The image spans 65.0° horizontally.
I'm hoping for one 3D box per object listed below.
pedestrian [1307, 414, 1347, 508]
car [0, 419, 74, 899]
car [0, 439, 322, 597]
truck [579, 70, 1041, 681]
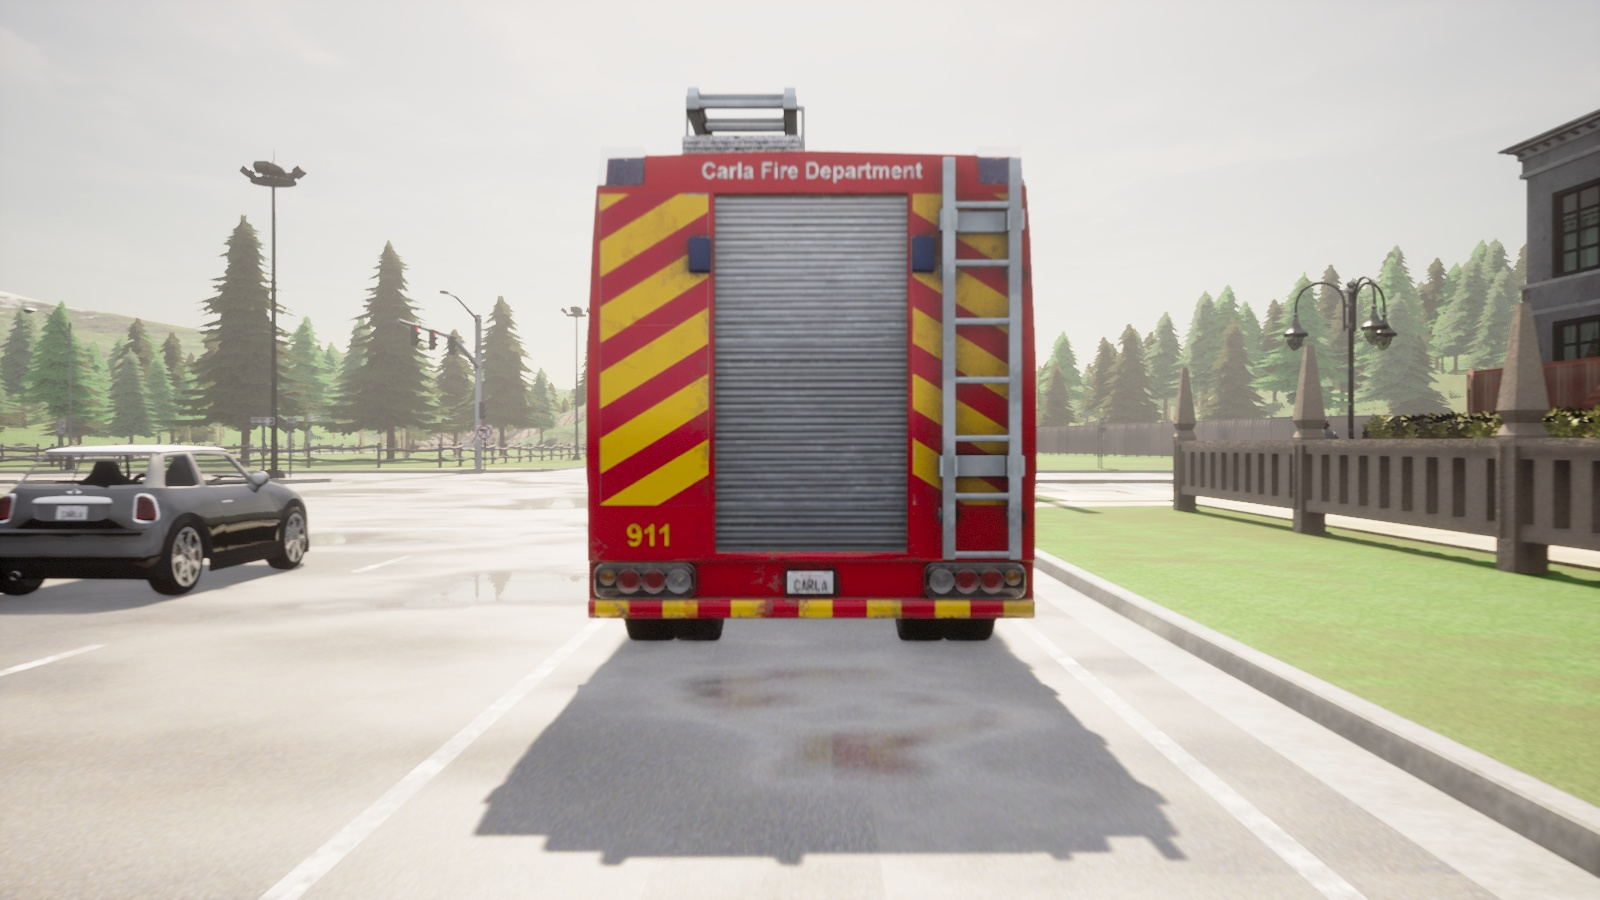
[{"bbox_3d":[10.517,0.215,25.074,0.540,1.848,0.694,0,0,3],"label":"pedestrian"},{"bbox_3d":[-3.473,0.679,1.998,2.007,1.525,4.514,0,0,0],"label":"car"},{"bbox_3d":[-6.907,0.625,13.635,1.970,1.475,3.806,0,0,0],"label":"car"},{"bbox_3d":[0.085,-0.490,12.109,2.891,3.827,8.468,0,0,0],"label":"truck"}]
